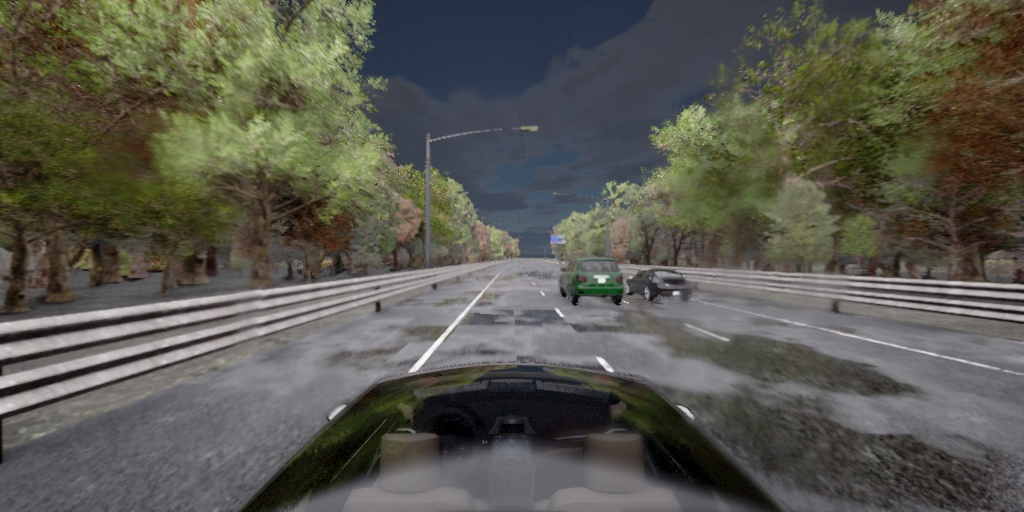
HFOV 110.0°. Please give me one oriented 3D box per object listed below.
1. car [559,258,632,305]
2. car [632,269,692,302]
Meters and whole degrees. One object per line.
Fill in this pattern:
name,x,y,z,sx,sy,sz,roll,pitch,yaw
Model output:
car,3.599,1.100,17.058,2.150,2.045,5.566,0,0,0
car,7.099,1.390,17.882,1.837,1.490,4.892,0,0,0
